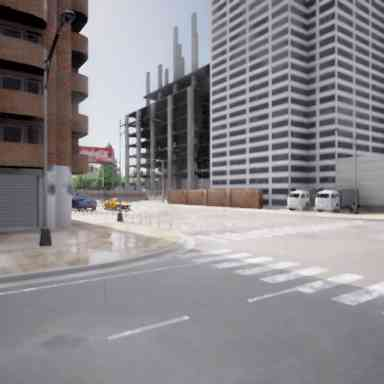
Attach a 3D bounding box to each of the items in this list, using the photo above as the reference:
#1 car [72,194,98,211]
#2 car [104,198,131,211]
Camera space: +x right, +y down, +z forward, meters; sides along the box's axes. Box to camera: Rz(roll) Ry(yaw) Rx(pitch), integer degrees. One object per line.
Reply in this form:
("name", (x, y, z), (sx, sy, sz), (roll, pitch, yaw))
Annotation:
("car", (-13.506, 1.260, 41.024), (2.150, 2.045, 5.566), (0, 0, -35))
("car", (-9.206, 1.510, 40.983), (1.882, 1.535, 5.008), (0, 0, -35))
